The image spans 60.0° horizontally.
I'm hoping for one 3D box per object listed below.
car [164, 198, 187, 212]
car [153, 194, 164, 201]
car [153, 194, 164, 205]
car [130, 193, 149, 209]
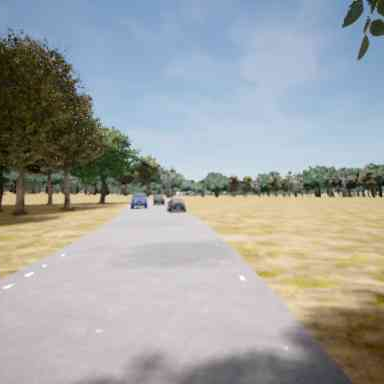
[{"bbox_3d":[-1.758,1.434,37.215,1.812,1.442,4.674,0,0,-8],"label":"car"},{"bbox_3d":[-7.347,1.190,73.312,1.882,1.535,5.008,-1,0,-2],"label":"car"},{"bbox_3d":[-5.474,1.383,55.432,2.128,1.511,4.902,-1,0,-8],"label":"car"},{"bbox_3d":[-7.028,1.164,44.494,2.150,2.045,5.566,0,0,-8],"label":"car"}]
